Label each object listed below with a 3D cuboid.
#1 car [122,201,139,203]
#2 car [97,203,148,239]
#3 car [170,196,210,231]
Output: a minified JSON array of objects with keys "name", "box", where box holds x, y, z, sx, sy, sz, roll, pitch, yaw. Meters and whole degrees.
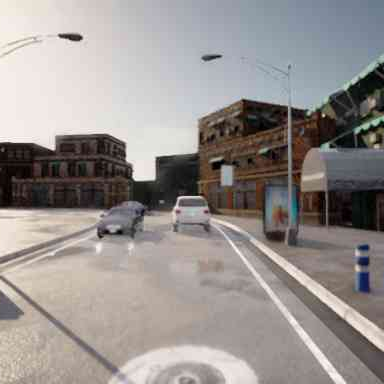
[{"name":"car","box":[-7.230,1.778,38.318,2.033,1.411,5.357,2,-2,-45]},{"name":"car","box":[-3.685,1.537,17.781,2.128,1.511,4.902,0,0,-1]},{"name":"car","box":[-0.154,1.291,21.154,2.150,2.045,5.566,0,0,-4]}]
